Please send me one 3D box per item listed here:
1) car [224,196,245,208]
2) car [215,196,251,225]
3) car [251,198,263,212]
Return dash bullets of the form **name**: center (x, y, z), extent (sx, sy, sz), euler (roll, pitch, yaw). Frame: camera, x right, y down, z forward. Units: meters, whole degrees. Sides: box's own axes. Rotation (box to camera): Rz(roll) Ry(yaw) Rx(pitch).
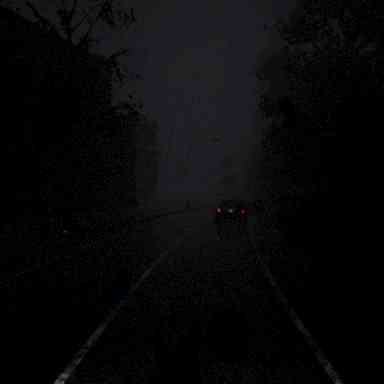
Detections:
- **car**: center (5.895, 1.323, 45.637), extent (1.994, 1.385, 4.181), euler (2, 3, 20)
- **car**: center (2.931, 1.265, 23.730), extent (2.097, 1.767, 4.553), euler (1, 1, 11)
- **car**: center (7.239, 1.426, 39.102), extent (1.882, 1.535, 5.008), euler (2, 0, 18)
